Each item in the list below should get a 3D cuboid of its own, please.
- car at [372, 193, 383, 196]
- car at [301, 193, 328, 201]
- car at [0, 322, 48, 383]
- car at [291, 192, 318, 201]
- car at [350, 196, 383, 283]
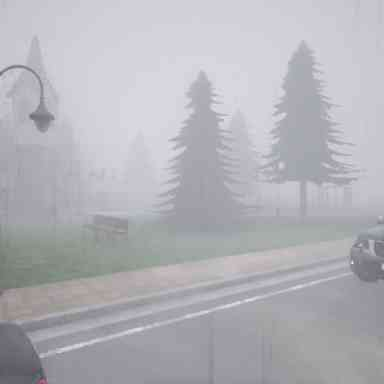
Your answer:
[{"bbox_3d":[40.278,1.062,71.980,1.845,1.501,3.633,0,0,-35],"label":"car"},{"bbox_3d":[26.176,1.104,71.393,2.152,1.636,5.027,0,0,-35],"label":"car"},{"bbox_3d":[-3.038,1.566,1.831,4.181,1.385,1.994,0,0,-35],"label":"car"},{"bbox_3d":[23.647,1.123,69.537,2.007,1.523,4.514,0,0,-35],"label":"car"},{"bbox_3d":[6.348,1.182,8.486,5.566,2.045,2.150,-1,1,-35],"label":"car"}]
